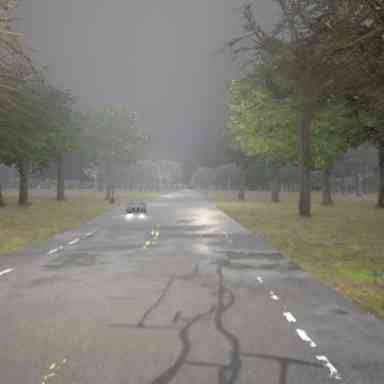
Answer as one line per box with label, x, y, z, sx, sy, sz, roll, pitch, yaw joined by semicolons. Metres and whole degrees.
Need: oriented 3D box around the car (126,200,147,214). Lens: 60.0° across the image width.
car;-5.539;1.468;33.512;1.994;1.385;4.181;0;0;-7
